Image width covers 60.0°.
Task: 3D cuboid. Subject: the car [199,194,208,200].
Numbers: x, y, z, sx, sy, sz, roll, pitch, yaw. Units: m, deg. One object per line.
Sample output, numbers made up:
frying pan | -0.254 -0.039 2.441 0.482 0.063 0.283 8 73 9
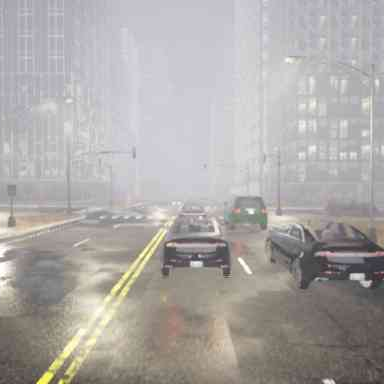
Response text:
car | 3.060 1.530 85.243 1.895 1.301 4.718 0 0 0

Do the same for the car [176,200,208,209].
car | 0.053 1.486 21.625 2.128 1.511 4.902 0 0 0

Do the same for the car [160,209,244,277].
car | 0.083 1.489 10.247 2.128 1.511 4.902 0 0 -1

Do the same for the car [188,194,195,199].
car | -0.213 1.356 95.238 1.895 1.301 4.718 0 0 0

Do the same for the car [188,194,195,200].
car | -0.189 1.475 84.791 2.033 1.411 5.357 0 0 0

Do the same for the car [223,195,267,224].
car | 3.304 1.216 21.271 2.150 2.045 5.566 0 0 0

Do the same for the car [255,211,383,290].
car | 3.325 1.489 9.099 2.128 1.511 4.902 0 0 0

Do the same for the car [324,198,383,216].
car | 16.126 1.522 34.037 5.009 1.841 2.192 0 0 1

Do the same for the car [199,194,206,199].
car | 3.038 1.313 95.215 1.994 1.385 4.181 0 0 0

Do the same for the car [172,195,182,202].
car | -3.415 1.482 73.929 2.128 1.511 4.902 0 0 0

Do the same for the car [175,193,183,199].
car | -3.450 1.105 89.364 1.994 1.385 4.181 0 0 0
